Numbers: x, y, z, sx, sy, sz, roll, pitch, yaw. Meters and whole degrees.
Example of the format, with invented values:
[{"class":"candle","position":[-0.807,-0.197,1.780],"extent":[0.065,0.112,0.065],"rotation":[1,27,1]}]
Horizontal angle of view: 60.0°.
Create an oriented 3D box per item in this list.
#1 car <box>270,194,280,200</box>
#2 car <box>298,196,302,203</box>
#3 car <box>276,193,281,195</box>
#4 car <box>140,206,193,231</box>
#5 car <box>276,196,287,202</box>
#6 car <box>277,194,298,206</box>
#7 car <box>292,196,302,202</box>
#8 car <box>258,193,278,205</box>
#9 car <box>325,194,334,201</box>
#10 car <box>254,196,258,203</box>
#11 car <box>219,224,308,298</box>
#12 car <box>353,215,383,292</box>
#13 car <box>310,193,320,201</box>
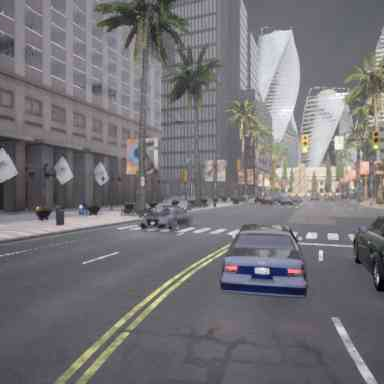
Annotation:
[{"class":"car","position":[22.400,1.330,89.822],"extent":[2.185,1.767,4.553],"rotation":[0,0,21]},{"class":"car","position":[19.932,1.547,65.425],"extent":[1.994,1.385,4.181],"rotation":[0,0,22]},{"class":"car","position":[16.911,1.203,67.266],"extent":[2.150,2.045,5.566],"rotation":[0,0,21]},{"class":"car","position":[-1.498,1.558,20.562],"extent":[1.994,1.385,4.181],"rotation":[0,0,21]},{"class":"car","position":[20.542,1.532,76.520],"extent":[1.994,1.385,4.181],"rotation":[0,0,22]},{"class":"car","position":[16.024,1.532,55.631],"extent":[2.033,1.411,5.357],"rotation":[0,0,22]},{"class":"car","position":[23.593,1.532,74.719],"extent":[1.994,1.385,4.181],"rotation":[0,0,22]},{"class":"car","position":[13.306,1.462,58.258],"extent":[1.882,1.535,5.008],"rotation":[0,0,21]},{"class":"car","position":[34.128,1.568,82.401],"extent":[1.895,1.301,4.718],"rotation":[0,0,21]},{"class":"car","position":[14.332,1.494,69.429],"extent":[2.161,1.482,4.786],"rotation":[0,0,21]},{"class":"car","position":[1.930,1.545,8.748],"extent":[2.033,1.411,5.357],"rotation":[0,0,14]},{"class":"car","position":[5.646,1.349,8.726],"extent":[2.097,1.767,4.553],"rotation":[0,0,18]},{"class":"car","position":[30.873,1.530,83.686],"extent":[1.994,1.385,4.181],"rotation":[0,0,21]}]
